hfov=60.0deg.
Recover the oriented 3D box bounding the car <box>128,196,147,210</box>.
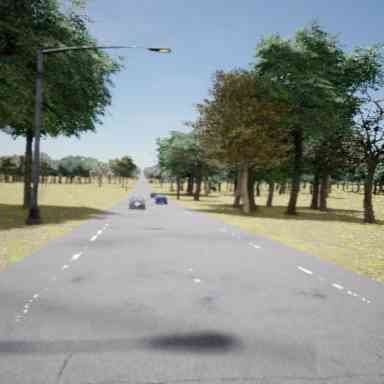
[{"bbox_3d":[-6.294,1.199,38.591,2.128,1.511,4.902,2,0,-8],"label":"car"}]

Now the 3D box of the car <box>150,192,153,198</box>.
[{"bbox_3d":[-9.833,0.686,85.466,1.882,1.535,5.008,2,1,-9],"label":"car"}]

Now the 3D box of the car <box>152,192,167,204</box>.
[{"bbox_3d":[-5.171,1.135,55.598,1.882,1.535,5.008,2,1,-9],"label":"car"}]
